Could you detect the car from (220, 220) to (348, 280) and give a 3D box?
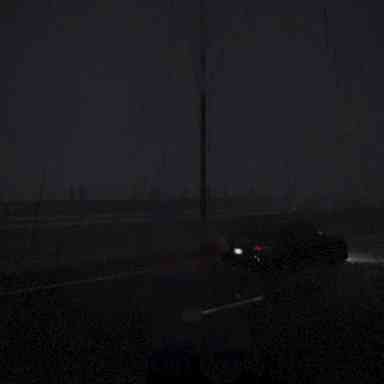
[{"bbox_3d":[2.870,1.563,10.090,4.181,1.385,1.994,0,0,-35],"label":"car"}]

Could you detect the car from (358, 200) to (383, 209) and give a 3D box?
[{"bbox_3d":[17.179,1.544,29.102,5.357,1.411,2.033,0,0,-35],"label":"car"}]

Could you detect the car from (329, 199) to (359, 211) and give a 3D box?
[{"bbox_3d":[15.068,1.501,31.847,4.892,1.490,1.837,0,0,-35],"label":"car"}]

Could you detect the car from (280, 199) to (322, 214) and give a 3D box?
[{"bbox_3d":[10.953,1.474,33.242,5.008,1.535,1.882,0,0,-35],"label":"car"}]
